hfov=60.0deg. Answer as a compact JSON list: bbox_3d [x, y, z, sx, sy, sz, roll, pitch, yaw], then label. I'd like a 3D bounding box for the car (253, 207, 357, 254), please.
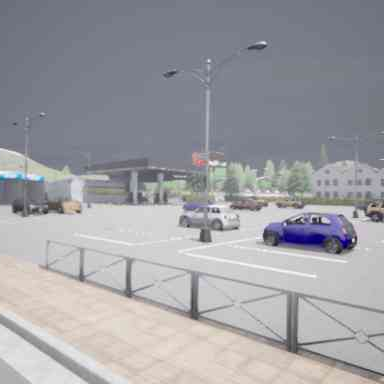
[{"bbox_3d":[4.691,1.573,13.694,3.633,1.501,1.845,1,-1,41],"label":"car"}]

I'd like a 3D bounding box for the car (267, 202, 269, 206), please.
[{"bbox_3d":[12.029,1.764,61.182,3.866,1.878,1.905,1,-1,41],"label":"car"}]

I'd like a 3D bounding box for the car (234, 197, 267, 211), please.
[{"bbox_3d":[7.136,1.768,44.593,4.514,1.523,2.007,1,-1,41],"label":"car"}]

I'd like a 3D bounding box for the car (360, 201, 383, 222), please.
[{"bbox_3d":[16.957,1.640,27.658,4.605,1.855,1.932,1,-1,41],"label":"car"}]

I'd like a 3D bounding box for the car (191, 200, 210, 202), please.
[{"bbox_3d":[0.566,1.605,37.065,3.633,1.501,1.845,1,-1,41],"label":"car"}]

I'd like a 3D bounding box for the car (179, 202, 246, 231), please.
[{"bbox_3d":[1.030,1.562,20.804,3.806,1.475,1.970,1,-1,41],"label":"car"}]

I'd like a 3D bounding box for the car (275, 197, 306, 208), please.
[{"bbox_3d":[15.827,1.805,53.548,4.605,1.855,1.932,1,-1,41],"label":"car"}]

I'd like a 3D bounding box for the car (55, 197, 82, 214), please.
[{"bbox_3d":[-12.986,1.319,33.131,5.027,1.636,2.152,1,-1,41],"label":"car"}]

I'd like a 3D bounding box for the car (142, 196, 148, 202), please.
[{"bbox_3d":[-13.328,1.828,83.843,2.242,1.667,4.611,1,-1,41],"label":"car"}]

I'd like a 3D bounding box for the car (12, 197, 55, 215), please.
[{"bbox_3d":[-14.998,1.271,30.724,4.514,1.523,2.007,1,-1,41],"label":"car"}]

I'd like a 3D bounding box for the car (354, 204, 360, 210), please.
[{"bbox_3d":[27.933,2.236,52.243,4.514,1.523,2.007,1,-1,41],"label":"car"}]
